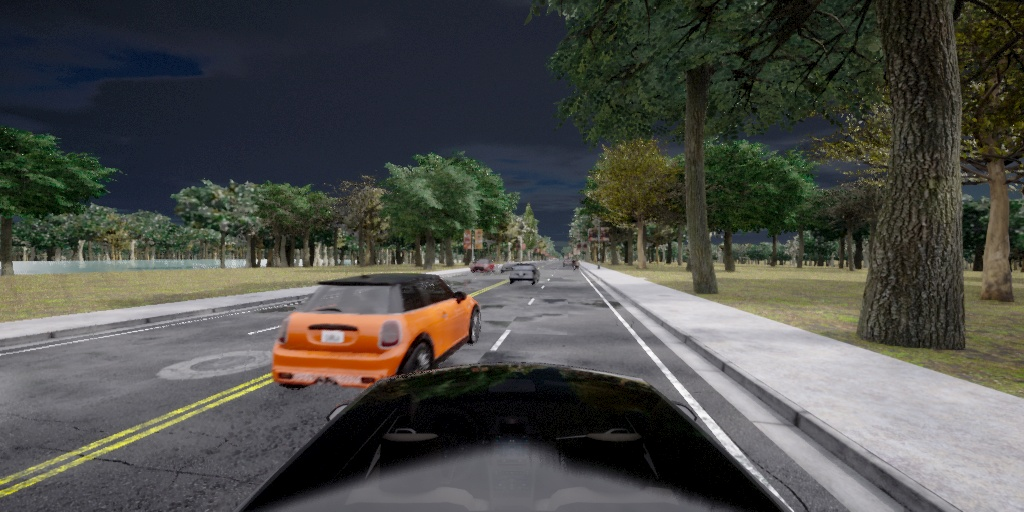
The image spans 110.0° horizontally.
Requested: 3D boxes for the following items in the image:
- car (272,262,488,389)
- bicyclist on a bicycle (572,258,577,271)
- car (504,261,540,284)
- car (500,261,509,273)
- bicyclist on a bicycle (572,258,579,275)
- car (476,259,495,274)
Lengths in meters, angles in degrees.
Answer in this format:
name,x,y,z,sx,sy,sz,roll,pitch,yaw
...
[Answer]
name,x,y,z,sx,sy,sz,roll,pitch,yaw
car,-2.061,1.102,6.876,2.097,1.767,4.553,0,0,9
bicyclist on a bicycle,8.457,1.134,48.472,0.659,1.776,1.843,0,0,9
car,1.011,1.303,26.759,2.033,1.411,5.357,0,0,9
car,-0.101,1.322,42.132,1.994,1.385,4.181,0,0,9
bicyclist on a bicycle,6.636,1.210,36.690,0.582,1.620,1.656,0,0,9
car,-3.383,1.110,42.171,2.097,1.767,4.553,0,0,9
